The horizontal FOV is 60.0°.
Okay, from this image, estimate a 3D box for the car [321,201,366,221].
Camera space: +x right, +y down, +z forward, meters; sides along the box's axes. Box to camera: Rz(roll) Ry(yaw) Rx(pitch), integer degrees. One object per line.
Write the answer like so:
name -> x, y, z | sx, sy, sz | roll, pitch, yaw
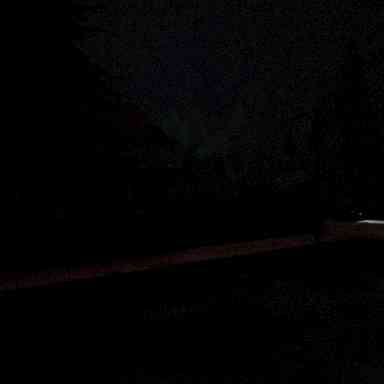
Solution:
car -> 10.985, 1.402, 25.605 | 1.994, 1.385, 4.181 | 0, 0, -36
